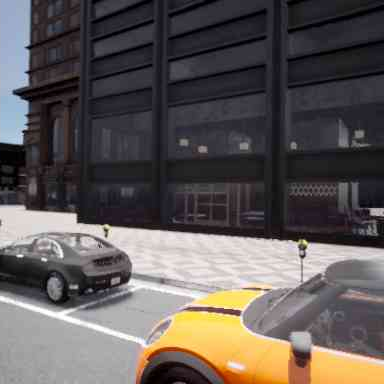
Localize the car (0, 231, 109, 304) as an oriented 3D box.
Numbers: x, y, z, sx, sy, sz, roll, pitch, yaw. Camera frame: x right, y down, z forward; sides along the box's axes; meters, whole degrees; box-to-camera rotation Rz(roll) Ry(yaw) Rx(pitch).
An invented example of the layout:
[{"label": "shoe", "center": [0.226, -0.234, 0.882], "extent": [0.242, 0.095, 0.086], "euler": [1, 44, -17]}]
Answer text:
[{"label": "car", "center": [-3.492, 1.657, 8.246], "extent": [4.403, 1.369, 2.008], "euler": [0, -1, 31]}]

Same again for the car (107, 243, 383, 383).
[{"label": "car", "center": [1.666, 1.440, 3.025], "extent": [4.553, 1.767, 2.097], "euler": [0, -1, 31]}]
